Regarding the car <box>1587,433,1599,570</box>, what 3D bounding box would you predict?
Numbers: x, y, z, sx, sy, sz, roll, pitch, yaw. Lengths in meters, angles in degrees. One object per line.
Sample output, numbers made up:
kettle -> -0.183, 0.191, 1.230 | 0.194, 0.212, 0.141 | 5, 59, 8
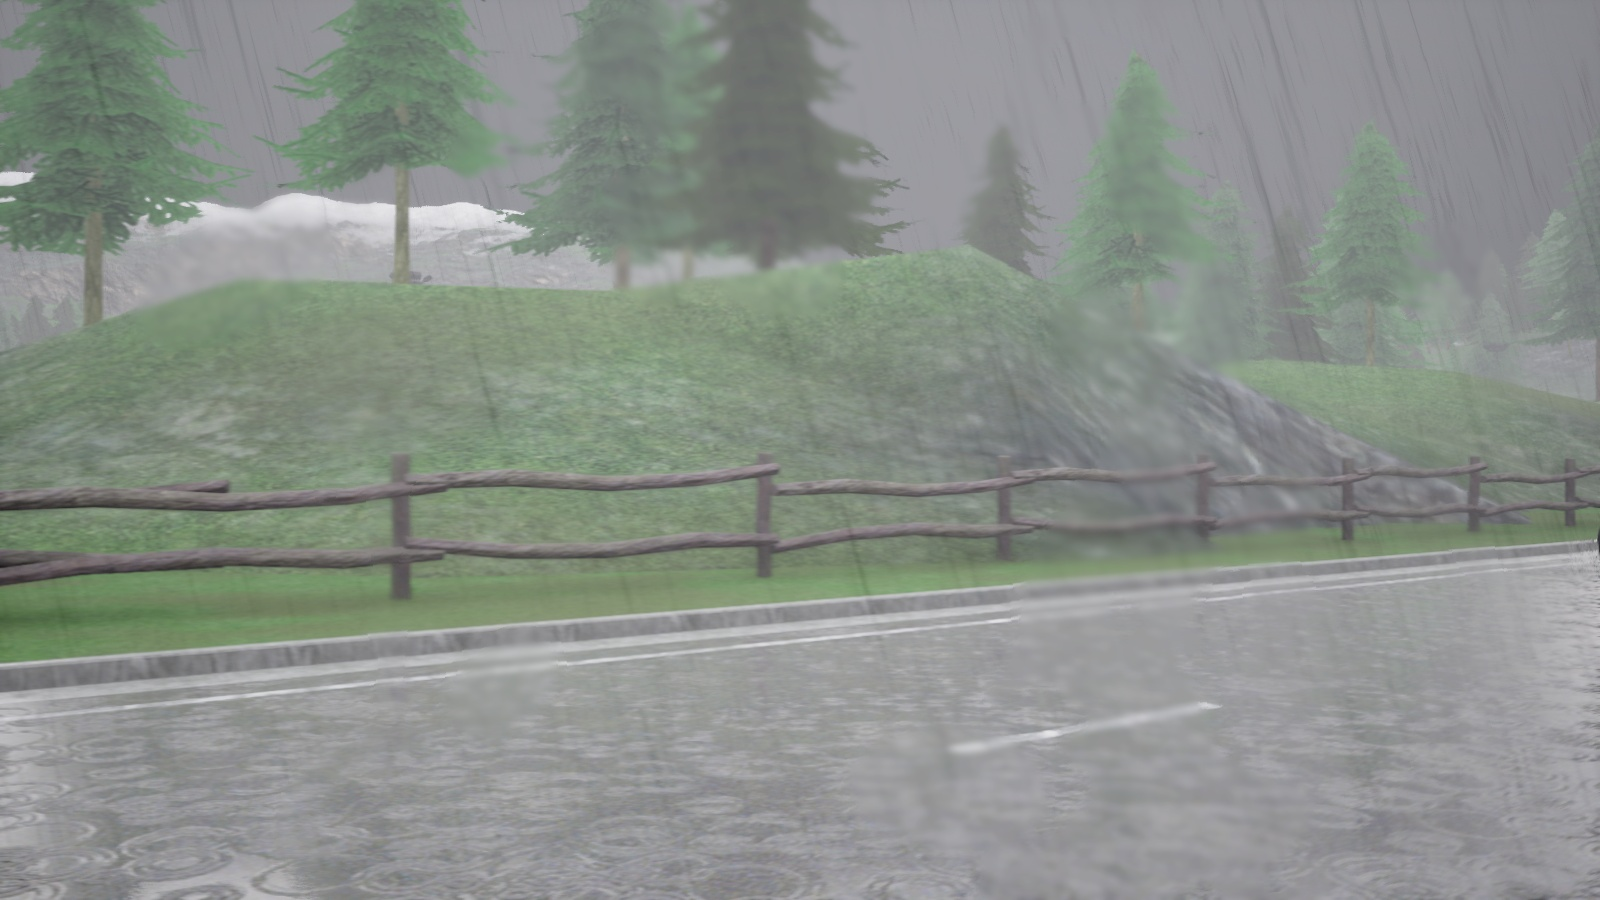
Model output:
car -> 12.700, 0.661, 16.762 | 4.553, 1.767, 2.097 | 0, 0, -35
